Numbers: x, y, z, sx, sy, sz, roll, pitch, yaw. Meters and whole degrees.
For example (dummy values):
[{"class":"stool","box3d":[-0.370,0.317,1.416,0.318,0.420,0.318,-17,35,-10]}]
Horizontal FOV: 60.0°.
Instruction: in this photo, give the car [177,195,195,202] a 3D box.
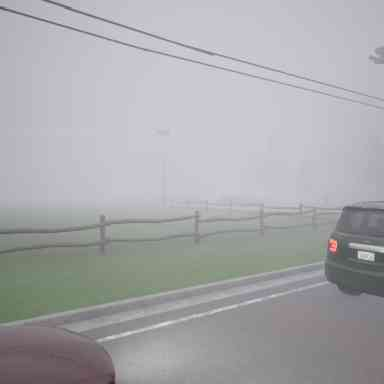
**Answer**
[{"class":"car","box3d":[-1.426,1.503,75.982,1.837,1.490,4.892,0,0,-34]}]

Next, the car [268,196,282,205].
[{"class":"car","box3d":[13.926,1.528,59.626,1.812,1.442,4.674,0,0,-34]}]

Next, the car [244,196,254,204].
[{"class":"car","box3d":[7.732,1.355,56.292,2.097,1.767,4.553,0,0,-34]}]

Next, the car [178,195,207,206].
[{"class":"car","box3d":[0.364,1.549,54.701,2.033,1.411,5.357,0,0,-34]}]

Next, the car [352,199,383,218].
[{"class":"car","box3d":[17.200,1.479,29.702,1.882,1.535,5.008,0,0,-34]}]

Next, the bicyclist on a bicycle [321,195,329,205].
[{"class":"bicyclist on a bicycle","box3d":[22.005,1.305,55.004,0.582,1.620,1.656,0,0,43]}]

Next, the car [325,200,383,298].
[{"class":"car","box3d":[5.300,1.222,7.385,5.566,2.045,2.150,0,0,-34]}]

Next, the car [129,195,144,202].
[{"class":"car","box3d":[-12.198,1.502,73.183,1.837,1.490,4.892,0,0,-34]}]

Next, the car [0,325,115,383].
[{"class":"car","box3d":[-2.738,1.526,1.871,4.674,1.442,1.812,0,0,-34]}]

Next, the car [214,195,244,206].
[{"class":"car","box3d":[5.556,1.355,53.257,2.097,1.767,4.553,0,0,-34]}]

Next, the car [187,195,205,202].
[{"class":"car","box3d":[0.806,1.503,78.928,1.837,1.490,4.892,0,0,-34]}]

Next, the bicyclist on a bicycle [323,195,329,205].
[{"class":"bicyclist on a bicycle","box3d":[22.141,1.305,54.456,1.656,1.620,0.582,0,0,-44]}]

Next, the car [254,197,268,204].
[{"class":"car","box3d":[10.474,1.528,58.485,1.812,1.442,4.674,0,0,-34]}]

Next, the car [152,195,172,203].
[{"class":"car","box3d":[-6.806,1.503,71.456,1.837,1.490,4.892,0,0,-34]}]

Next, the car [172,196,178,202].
[{"class":"car","box3d":[-4.471,1.527,74.234,2.128,1.511,4.902,0,0,-34]}]
